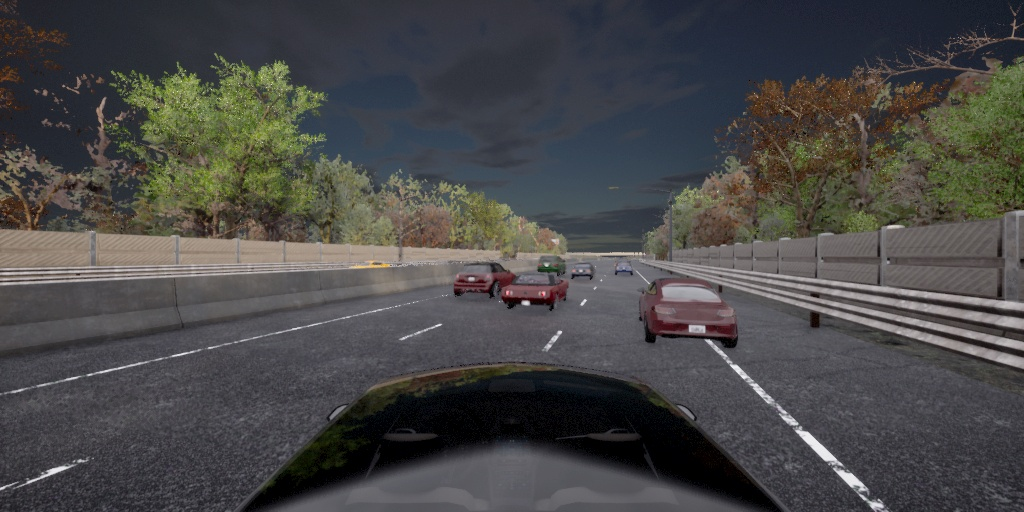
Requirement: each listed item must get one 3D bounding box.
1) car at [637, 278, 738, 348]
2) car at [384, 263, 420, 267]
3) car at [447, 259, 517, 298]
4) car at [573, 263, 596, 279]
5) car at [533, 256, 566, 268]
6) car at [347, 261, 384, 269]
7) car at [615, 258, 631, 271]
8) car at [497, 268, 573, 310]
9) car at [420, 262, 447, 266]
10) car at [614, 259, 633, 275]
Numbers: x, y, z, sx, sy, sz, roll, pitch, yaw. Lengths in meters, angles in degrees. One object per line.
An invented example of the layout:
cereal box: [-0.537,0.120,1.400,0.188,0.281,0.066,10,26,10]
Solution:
car: [4.328,1.279,9.290,1.812,1.442,4.674,0,0,17]
car: [-10.613,1.364,36.907,1.895,1.301,4.718,0,0,17]
car: [-1.267,1.108,18.825,2.097,1.767,4.553,0,0,17]
car: [6.523,1.312,32.438,2.033,1.411,5.357,0,0,17]
car: [4.107,0.988,36.537,2.150,2.045,5.566,0,0,18]
car: [-14.459,1.240,36.291,1.882,1.535,5.008,0,0,17]
car: [15.621,1.135,50.557,2.097,1.767,4.553,0,0,17]
car: [1.148,1.355,14.733,1.895,1.301,4.718,0,0,17]
car: [-6.913,1.311,37.048,2.033,1.411,5.357,0,0,17]
car: [12.325,1.317,39.530,2.033,1.411,5.357,0,0,17]
